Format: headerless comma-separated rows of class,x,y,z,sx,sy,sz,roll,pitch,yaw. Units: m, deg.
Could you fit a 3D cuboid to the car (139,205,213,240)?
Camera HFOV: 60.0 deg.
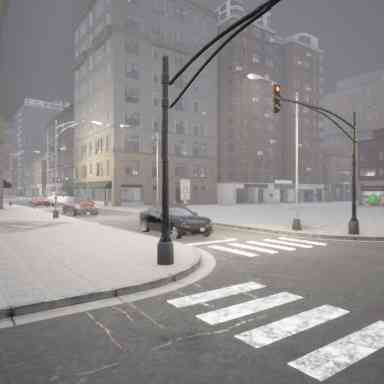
car,-0.967,1.410,17.033,1.882,1.535,5.008,0,0,-35

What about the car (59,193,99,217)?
car,-9.993,1.210,29.701,2.097,1.767,4.553,0,0,-36

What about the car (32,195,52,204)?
car,-25.510,1.269,56.495,2.033,1.411,5.357,0,0,-35

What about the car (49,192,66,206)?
car,-19.532,0.988,48.135,2.150,2.045,5.566,0,0,-36

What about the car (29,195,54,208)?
car,-20.260,1.379,44.178,1.895,1.301,4.718,0,0,-35
